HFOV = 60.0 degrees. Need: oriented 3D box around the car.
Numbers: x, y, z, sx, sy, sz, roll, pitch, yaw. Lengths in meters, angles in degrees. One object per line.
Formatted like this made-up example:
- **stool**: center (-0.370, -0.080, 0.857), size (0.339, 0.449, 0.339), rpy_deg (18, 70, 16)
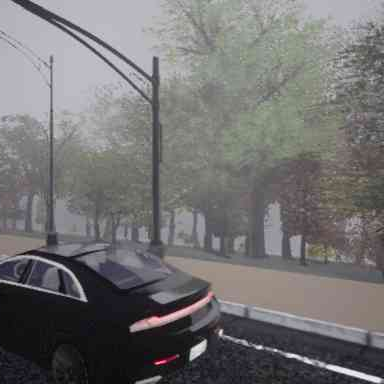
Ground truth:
- **car**: center (-1.909, 1.533, 5.044), size (4.902, 1.511, 2.128), rpy_deg (-1, 0, 35)
